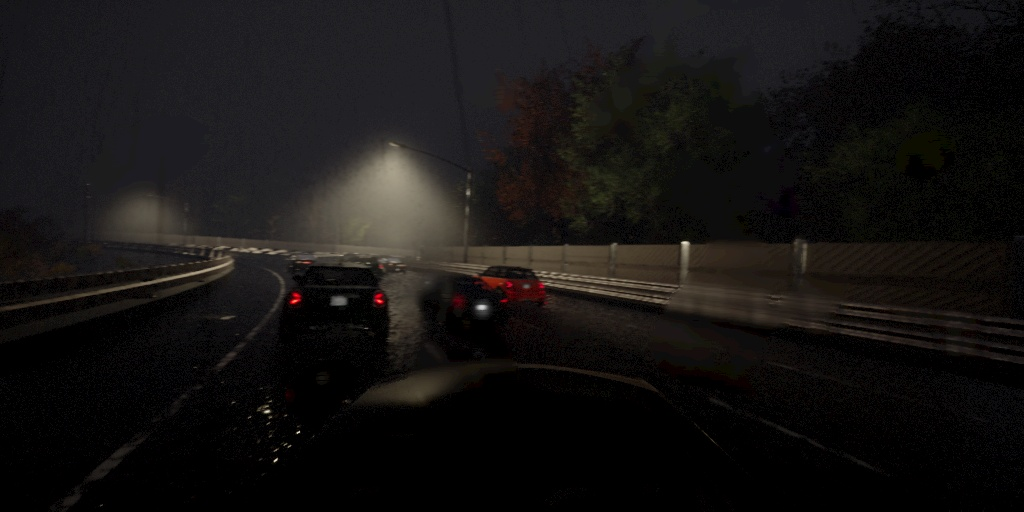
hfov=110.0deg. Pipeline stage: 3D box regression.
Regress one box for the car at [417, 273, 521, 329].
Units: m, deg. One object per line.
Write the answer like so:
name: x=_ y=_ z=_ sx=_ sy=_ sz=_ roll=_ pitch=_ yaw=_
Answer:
car: x=-1.671 y=1.318 z=11.422 sx=1.994 sy=1.385 sz=4.181 roll=4 pitch=-1 yaw=-26

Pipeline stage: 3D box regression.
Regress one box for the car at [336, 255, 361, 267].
car: x=-20.764 y=0.620 z=45.430 sx=1.895 sy=1.301 sz=4.718 roll=4 pitch=-1 yaw=-36

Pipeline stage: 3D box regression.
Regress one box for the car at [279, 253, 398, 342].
car: x=-4.490 y=0.924 z=9.287 sx=2.097 sy=1.767 sz=4.553 roll=4 pitch=-1 yaw=-26

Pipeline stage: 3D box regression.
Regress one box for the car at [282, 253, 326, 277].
car: x=-15.634 y=0.611 z=26.826 sx=2.128 sy=1.511 sz=4.902 roll=4 pitch=-1 yaw=-38

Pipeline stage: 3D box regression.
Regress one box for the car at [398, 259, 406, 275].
car: x=-11.199 y=0.922 z=32.647 sx=2.128 sy=1.511 sz=4.902 roll=4 pitch=-1 yaw=-37

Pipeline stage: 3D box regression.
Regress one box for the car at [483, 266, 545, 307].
car: x=-0.440 y=1.226 z=16.471 sx=2.097 sy=1.767 sz=4.553 roll=3 pitch=-1 yaw=-29
